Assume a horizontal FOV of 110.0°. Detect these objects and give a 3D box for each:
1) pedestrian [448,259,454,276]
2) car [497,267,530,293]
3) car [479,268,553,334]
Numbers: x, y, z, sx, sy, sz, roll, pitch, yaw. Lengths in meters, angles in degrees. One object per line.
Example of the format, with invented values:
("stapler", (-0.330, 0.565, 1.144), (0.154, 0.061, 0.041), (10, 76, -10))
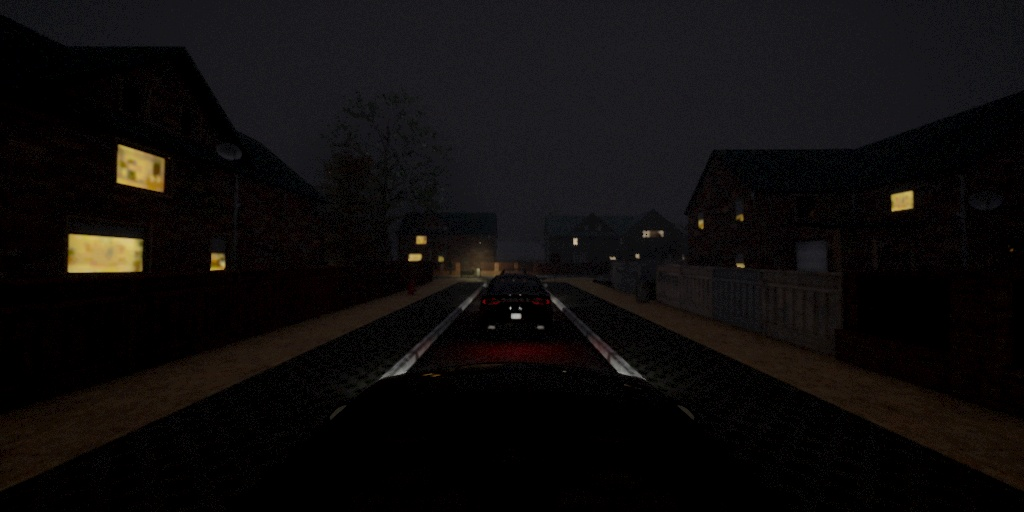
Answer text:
("pedestrian", (-6.699, 1.262, 39.171), (0.375, 1.860, 0.375), (0, -1, 1))
("car", (0.152, 1.438, 22.680), (1.895, 1.301, 4.718), (0, 0, 2))
("car", (0.105, 1.266, 10.869), (1.882, 1.535, 5.008), (0, 0, 0))
